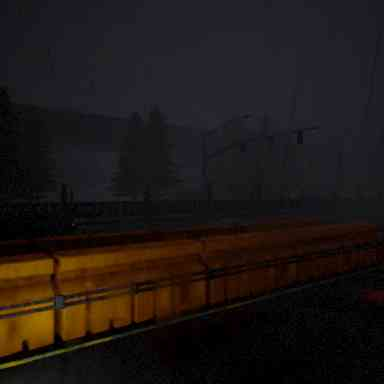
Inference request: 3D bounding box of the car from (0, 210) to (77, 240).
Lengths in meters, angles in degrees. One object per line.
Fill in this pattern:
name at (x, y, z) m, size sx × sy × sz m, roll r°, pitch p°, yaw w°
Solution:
car at (-8.164, 1.554, 15.269) m, size 5.357 × 1.411 × 2.033 m, roll 0°, pitch 0°, yaw -35°
